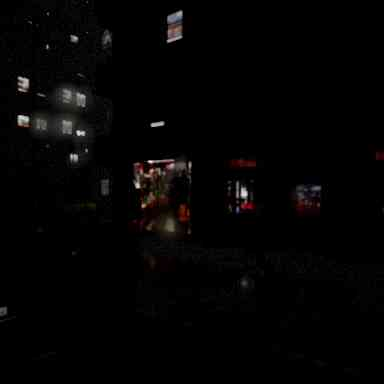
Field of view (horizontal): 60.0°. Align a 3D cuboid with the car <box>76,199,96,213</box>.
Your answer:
[{"bbox_3d":[-11.085,1.244,30.616,1.752,1.417,4.829,1,1,35],"label":"car"}]

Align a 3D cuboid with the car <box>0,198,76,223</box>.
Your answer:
[{"bbox_3d":[-10.386,1.319,21.551,1.837,1.490,4.892,-1,0,34],"label":"car"}]

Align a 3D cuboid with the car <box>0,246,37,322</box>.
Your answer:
[{"bbox_3d":[-4.624,1.550,6.177,4.403,1.369,2.008,0,0,36],"label":"car"}]
